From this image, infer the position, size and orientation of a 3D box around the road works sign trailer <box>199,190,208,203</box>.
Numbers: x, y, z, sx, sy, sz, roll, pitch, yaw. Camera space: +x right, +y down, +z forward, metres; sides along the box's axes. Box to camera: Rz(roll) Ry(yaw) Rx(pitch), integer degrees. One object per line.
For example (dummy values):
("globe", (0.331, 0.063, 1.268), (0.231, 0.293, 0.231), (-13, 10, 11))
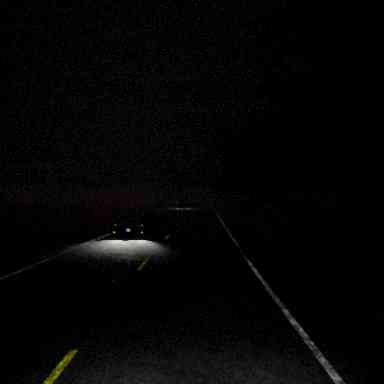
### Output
("road works sign trailer", (3.113, 1.183, 91.145), (2.380, 3.560, 2.880), (-1, 0, 3))

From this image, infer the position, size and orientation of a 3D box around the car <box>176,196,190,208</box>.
("car", (-1.574, 1.769, 59.994), (2.150, 2.045, 5.566), (0, 0, 3))

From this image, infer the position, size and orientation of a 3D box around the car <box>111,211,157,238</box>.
("car", (-3.168, 1.752, 18.801), (1.994, 1.385, 4.181), (0, -1, 2))
